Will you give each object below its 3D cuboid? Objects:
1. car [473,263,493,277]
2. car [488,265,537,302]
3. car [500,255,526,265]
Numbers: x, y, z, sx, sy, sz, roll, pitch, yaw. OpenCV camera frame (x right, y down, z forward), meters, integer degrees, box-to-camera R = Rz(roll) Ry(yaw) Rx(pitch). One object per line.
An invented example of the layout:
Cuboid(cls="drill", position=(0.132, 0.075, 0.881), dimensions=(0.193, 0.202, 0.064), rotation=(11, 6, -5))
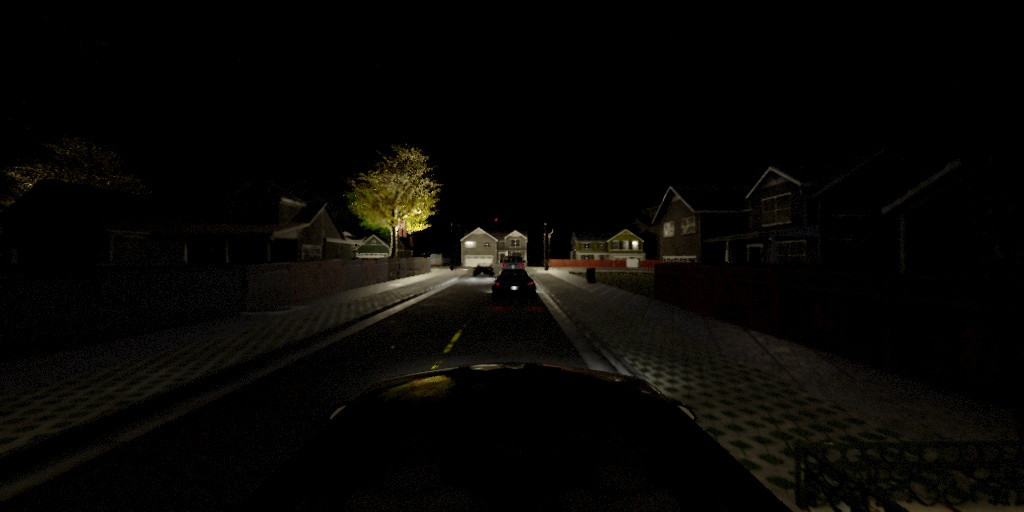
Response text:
Cuboid(cls="car", position=(-2.773, 1.348, 35.685), dimensions=(1.895, 1.301, 4.718), rotation=(0, 0, 0))
Cuboid(cls="car", position=(0.096, 1.314, 17.028), dimensions=(1.994, 1.385, 4.181), rotation=(0, 0, 0))
Cuboid(cls="car", position=(0.090, 0.969, 32.892), dimensions=(2.150, 2.045, 5.566), rotation=(0, 0, 0))
